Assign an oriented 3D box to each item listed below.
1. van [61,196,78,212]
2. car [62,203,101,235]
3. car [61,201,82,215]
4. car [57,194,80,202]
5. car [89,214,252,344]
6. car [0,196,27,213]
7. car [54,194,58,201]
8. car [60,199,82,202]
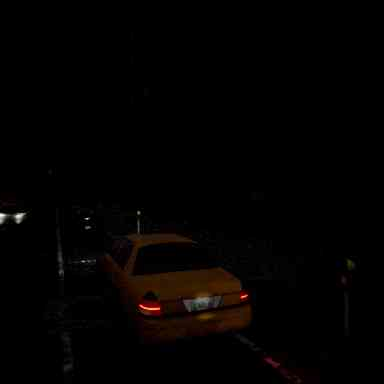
[{"bbox_3d":[-14.462,1.343,39.171,1.690,1.788,3.998,0,0,-22],"label":"van"},{"bbox_3d":[-6.064,1.552,18.735,2.008,1.369,4.403,0,0,-22],"label":"car"},{"bbox_3d":[-8.163,1.552,23.844,2.008,1.369,4.403,0,0,-22],"label":"car"},{"bbox_3d":[-12.362,1.317,34.062,2.192,1.841,5.009,0,0,-22],"label":"car"},{"bbox_3d":[-0.835,1.457,6.777,1.801,1.575,5.366,0,0,-22],"label":"car"},{"bbox_3d":[-19.900,1.479,36.893,1.882,1.535,5.008,0,0,-22],"label":"car"},{"bbox_3d":[-31.408,1.471,79.659,1.967,1.590,4.097,0,0,-24],"label":"car"},{"bbox_3d":[-10.263,1.567,28.953,1.947,1.339,4.313,0,0,-22],"label":"car"}]
